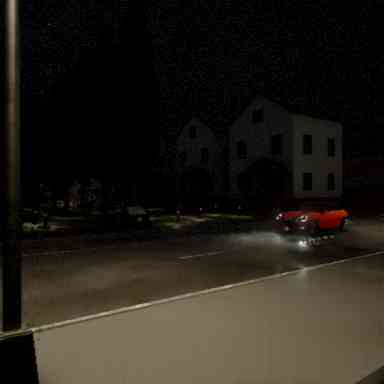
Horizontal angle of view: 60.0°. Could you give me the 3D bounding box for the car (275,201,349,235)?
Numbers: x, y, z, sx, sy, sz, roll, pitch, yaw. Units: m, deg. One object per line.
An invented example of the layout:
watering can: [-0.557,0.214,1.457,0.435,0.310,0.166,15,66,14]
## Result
car: [6.752,1.337,18.619,4.553,1.767,2.097,0,0,-35]
